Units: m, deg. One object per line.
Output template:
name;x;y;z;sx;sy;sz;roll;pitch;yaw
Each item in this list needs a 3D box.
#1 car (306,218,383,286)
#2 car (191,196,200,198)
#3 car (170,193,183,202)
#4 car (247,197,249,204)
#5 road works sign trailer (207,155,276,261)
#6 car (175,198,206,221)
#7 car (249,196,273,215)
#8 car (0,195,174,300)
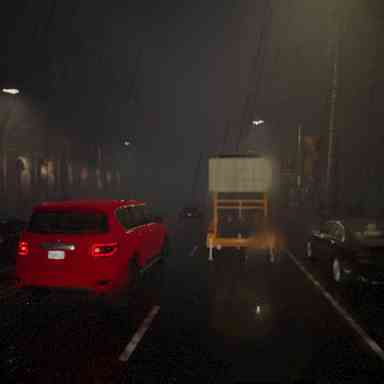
car;4.528;1.470;9.243;2.231;1.521;4.892;0;0;7
car;0.571;1.457;59.114;2.033;1.411;5.357;0;0;8
car;-2.901;1.132;59.556;2.150;2.045;5.566;0;0;8
car;10.994;1.428;60.140;2.161;1.482;4.786;0;0;7
road works sign trailer;1.782;0.446;12.246;2.380;3.560;2.880;0;0;7
car;0.104;1.484;26.725;1.812;1.442;4.674;0;0;7
car;8.060;1.301;38.405;2.185;1.767;4.553;0;0;7
car;-2.086;1.206;8.582;2.150;2.045;5.566;0;0;7
